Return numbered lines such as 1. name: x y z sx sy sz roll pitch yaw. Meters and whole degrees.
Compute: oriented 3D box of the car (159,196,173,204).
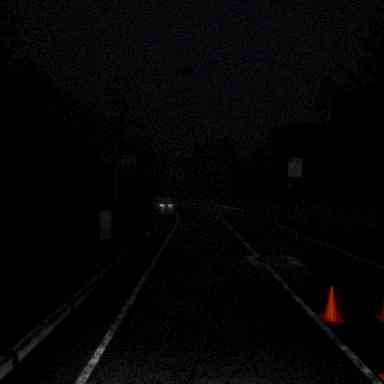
1. car: -5.006 1.523 61.970 1.812 1.442 4.674 -1 0 -16
